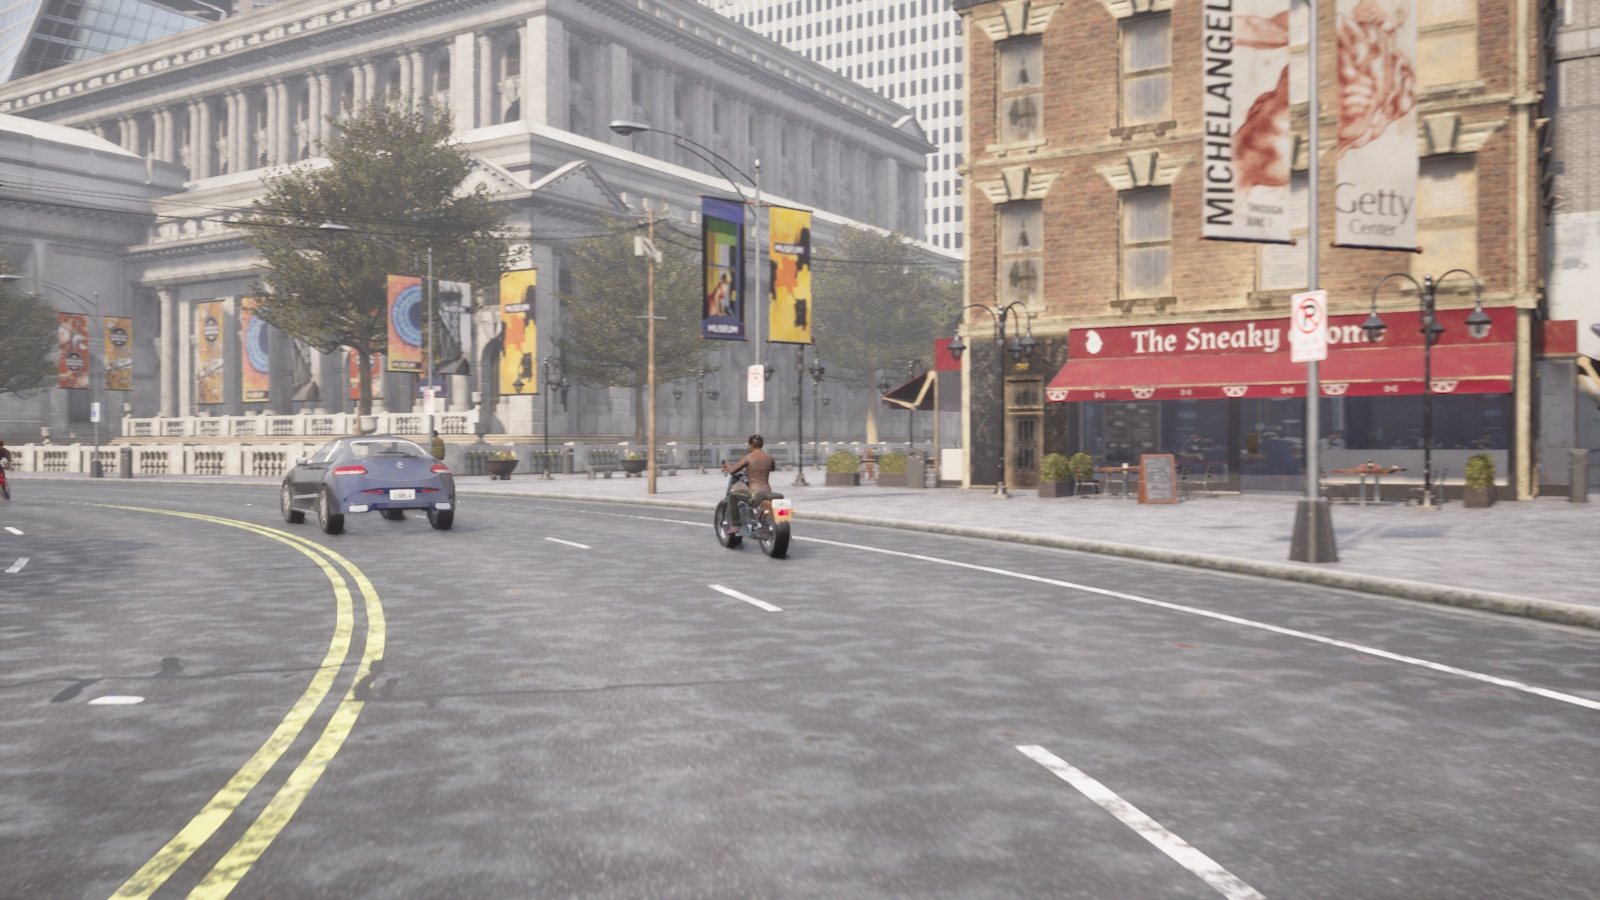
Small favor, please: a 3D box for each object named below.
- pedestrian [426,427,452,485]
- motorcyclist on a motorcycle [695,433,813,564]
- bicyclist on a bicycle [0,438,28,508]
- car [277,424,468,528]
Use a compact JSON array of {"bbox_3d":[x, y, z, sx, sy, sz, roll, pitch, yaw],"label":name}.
[{"bbox_3d":[-11.566,0.181,40.256,0.709,1.840,0.431,0,0,35],"label":"pedestrian"},{"bbox_3d":[-0.661,0.601,16.957,0.766,1.649,2.350,0,0,-24],"label":"motorcyclist on a motorcycle"},{"bbox_3d":[-19.113,0.537,30.057,1.656,1.620,0.582,1,1,40],"label":"bicyclist on a bicycle"},{"bbox_3d":[-7.812,0.401,22.605,2.152,1.651,5.027,0,0,-32],"label":"car"}]
